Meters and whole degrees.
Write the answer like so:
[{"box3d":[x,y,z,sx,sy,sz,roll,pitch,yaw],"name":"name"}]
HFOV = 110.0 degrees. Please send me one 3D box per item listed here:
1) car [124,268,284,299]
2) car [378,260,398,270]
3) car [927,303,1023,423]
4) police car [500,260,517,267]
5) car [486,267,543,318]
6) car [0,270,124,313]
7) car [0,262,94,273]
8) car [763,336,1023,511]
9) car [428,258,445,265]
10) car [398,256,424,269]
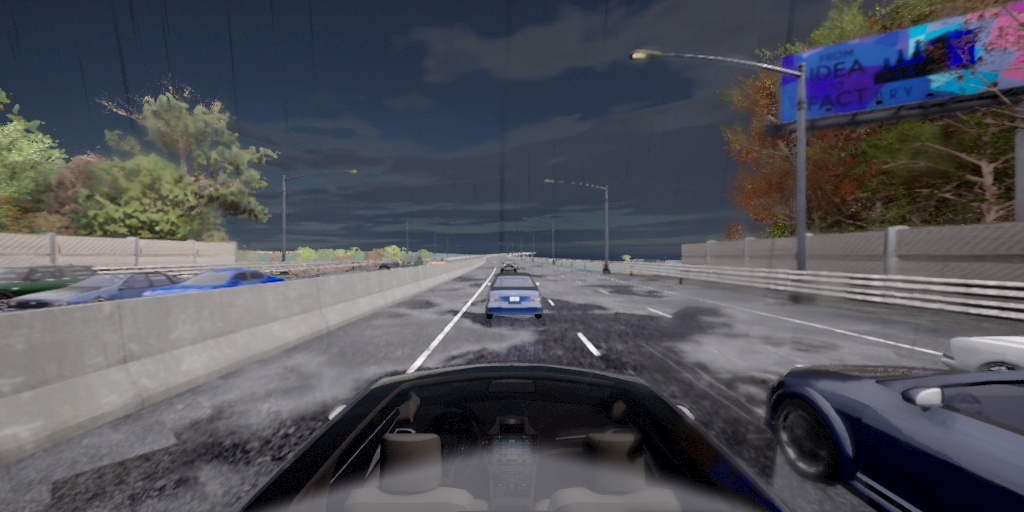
[{"box3d":[-10.649,1.235,13.260,1.882,1.535,5.008,0,0,0],"name":"car"},{"box3d":[-18.351,1.300,54.010,2.033,1.411,5.357,0,0,-1],"name":"car"},{"box3d":[7.094,1.350,2.948,1.895,1.301,4.718,0,0,0],"name":"car"},{"box3d":[-0.415,1.251,43.505,2.038,1.542,4.974,0,0,-1],"name":"police car"},{"box3d":[0.056,1.302,12.987,2.033,1.411,5.357,0,0,0],"name":"car"},{"box3d":[-14.145,1.305,13.153,2.033,1.411,5.357,0,0,0],"name":"car"},{"box3d":[-17.649,1.110,12.956,2.097,1.767,4.553,0,0,0],"name":"car"},{"box3d":[3.593,1.313,1.985,1.994,1.385,4.181,0,0,0],"name":"car"},{"box3d":[-11.378,1.103,54.442,2.097,1.767,4.553,0,0,-1],"name":"car"},{"box3d":[-14.862,0.973,54.073,2.150,2.045,5.566,0,0,-1],"name":"car"}]
